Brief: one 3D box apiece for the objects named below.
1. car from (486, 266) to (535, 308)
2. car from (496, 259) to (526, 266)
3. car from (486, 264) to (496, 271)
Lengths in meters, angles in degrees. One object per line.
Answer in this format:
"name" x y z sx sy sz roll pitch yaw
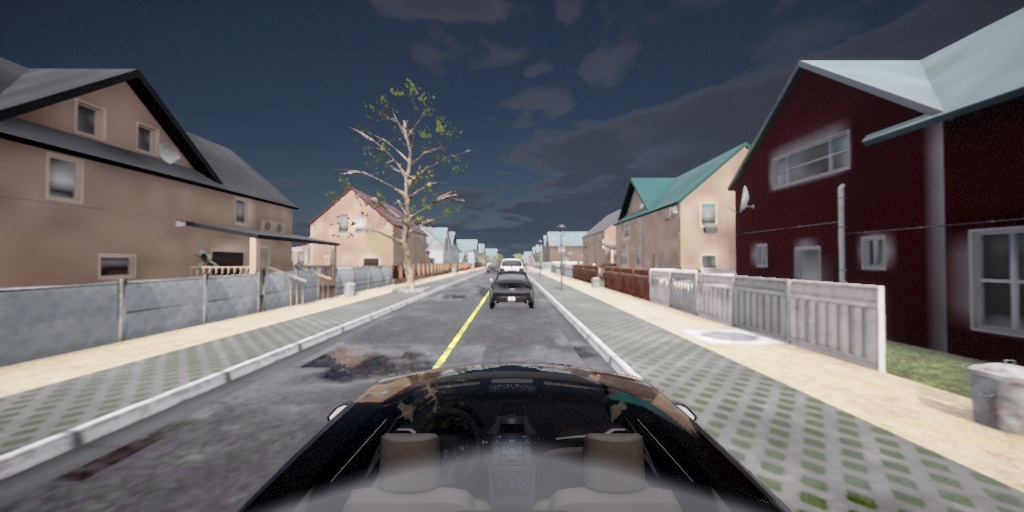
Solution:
"car" -0.007 1.403 16.167 1.837 1.490 4.892 0 0 0
"car" -0.019 1.281 30.880 2.150 2.045 5.566 0 -1 0
"car" -2.790 1.962 54.311 1.994 1.385 4.181 0 -1 0
